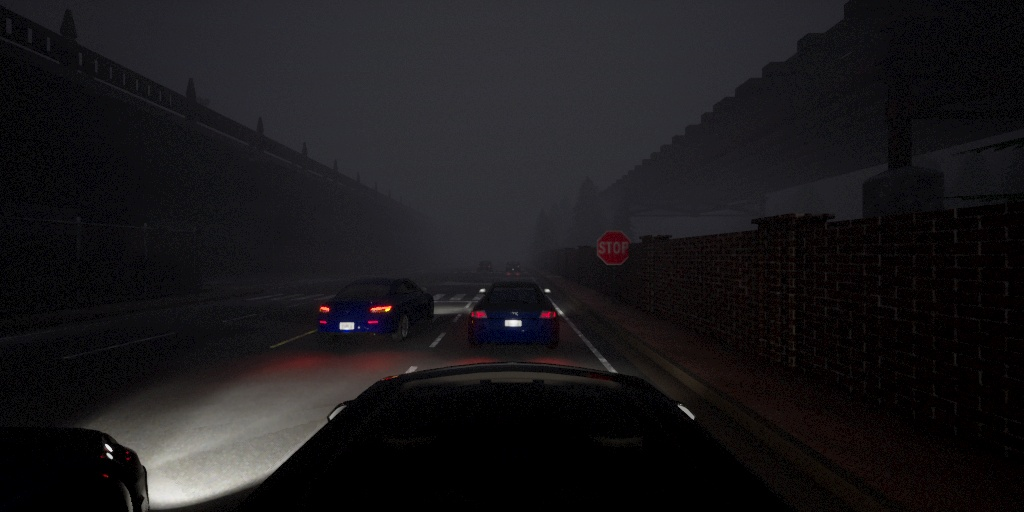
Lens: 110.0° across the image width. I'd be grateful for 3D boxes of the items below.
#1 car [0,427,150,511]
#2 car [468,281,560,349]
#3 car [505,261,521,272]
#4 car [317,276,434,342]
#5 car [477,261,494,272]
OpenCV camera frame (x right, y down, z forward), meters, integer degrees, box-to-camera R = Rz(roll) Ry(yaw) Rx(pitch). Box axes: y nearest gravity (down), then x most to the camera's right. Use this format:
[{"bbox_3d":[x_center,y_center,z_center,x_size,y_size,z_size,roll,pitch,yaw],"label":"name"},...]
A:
[{"bbox_3d":[-3.398,1.314,0.602,1.994,1.385,4.181,0,0,0],"label":"car"},{"bbox_3d":[0.070,1.314,9.176,1.994,1.385,4.181,0,0,1],"label":"car"},{"bbox_3d":[0.101,1.351,45.994,1.895,1.301,4.718,0,0,-1],"label":"car"},{"bbox_3d":[-3.412,1.276,9.698,1.812,1.442,4.674,0,0,0],"label":"car"},{"bbox_3d":[-3.394,1.297,45.835,2.033,1.411,5.357,0,0,-1],"label":"car"}]
